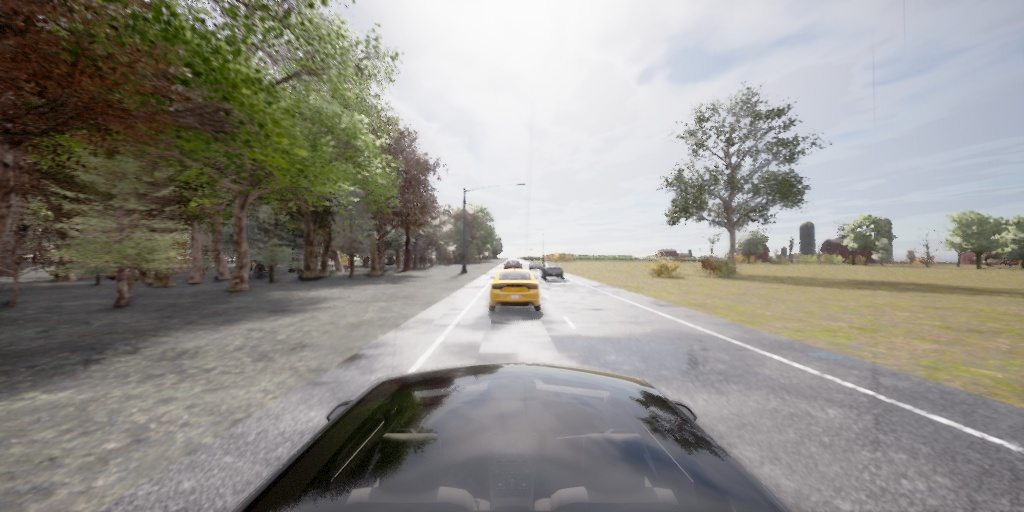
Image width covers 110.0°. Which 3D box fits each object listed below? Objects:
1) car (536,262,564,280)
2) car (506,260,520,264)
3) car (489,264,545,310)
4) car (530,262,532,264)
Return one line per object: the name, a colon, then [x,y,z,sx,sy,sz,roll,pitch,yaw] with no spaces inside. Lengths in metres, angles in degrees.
car: [3.620,1.358,32.899,2.128,1.511,4.902,0,0,0]
car: [0.128,1.240,40.220,2.097,1.767,4.553,0,0,0]
car: [0.110,1.278,14.989,1.882,1.535,5.008,0,0,0]
car: [3.639,1.539,56.555,1.895,1.301,4.718,0,0,0]
